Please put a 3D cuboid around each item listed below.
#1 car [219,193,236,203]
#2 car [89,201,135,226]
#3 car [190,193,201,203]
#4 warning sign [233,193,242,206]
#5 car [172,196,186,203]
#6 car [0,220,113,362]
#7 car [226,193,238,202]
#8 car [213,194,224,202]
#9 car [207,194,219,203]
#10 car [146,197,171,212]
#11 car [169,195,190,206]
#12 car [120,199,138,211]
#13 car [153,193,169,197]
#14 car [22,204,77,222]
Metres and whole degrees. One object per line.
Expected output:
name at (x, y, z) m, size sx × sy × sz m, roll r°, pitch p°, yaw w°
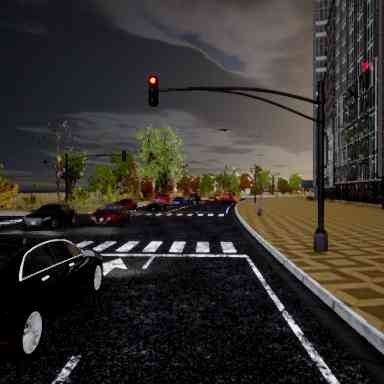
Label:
car at (7.622, 1.239, 70.097) m, size 2.150 × 2.045 × 5.566 m, roll 0°, pitch 0°, yaw 12°
car at (-5.621, 1.562, 23.132) m, size 1.994 × 1.385 × 4.181 m, roll 0°, pitch 0°, yaw 4°
car at (0.515, 1.228, 68.399) m, size 2.150 × 2.045 × 5.566 m, roll 0°, pitch 0°, yaw 11°
warning sign at (6.548, 1.122, 48.212) m, size 1.300 × 1.860 × 1.060 m, roll 0°, pitch 0°, yaw 8°
car at (-2.624, 1.570, 69.239) m, size 1.994 × 1.385 × 4.181 m, roll 0°, pitch 0°, yaw 11°
car at (-3.012, 1.504, 5.889) m, size 1.837 × 1.490 × 4.892 m, roll 0°, pitch 0°, yaw 1°
car at (9.777, 1.245, 80.389) m, size 2.150 × 2.045 × 5.566 m, roll 0°, pitch 0°, yaw 14°
car at (6.470, 1.372, 80.528) m, size 2.097 × 1.767 × 4.553 m, roll 0°, pitch 0°, yaw 14°
car at (4.506, 1.573, 71.219) m, size 1.994 × 1.385 × 4.181 m, roll 0°, pitch 0°, yaw 12°
car at (-4.064, 1.601, 39.589) m, size 1.895 × 1.301 × 4.718 m, roll 0°, pitch 0°, yaw 7°
car at (-2.004, 1.529, 54.446) m, size 1.812 × 1.442 × 4.674 m, roll 0°, pitch 0°, yaw 9°
car at (-7.494, 1.524, 38.151) m, size 1.812 × 1.442 × 4.674 m, roll 0°, pitch 0°, yaw 7°
car at (-5.118, 1.227, 55.583) m, size 2.150 × 2.045 × 5.566 m, roll 0°, pitch 0°, yaw 10°
car at (-8.998, 1.523, 21.512) m, size 1.812 × 1.442 × 4.674 m, roll 0°, pitch 0°, yaw 4°
